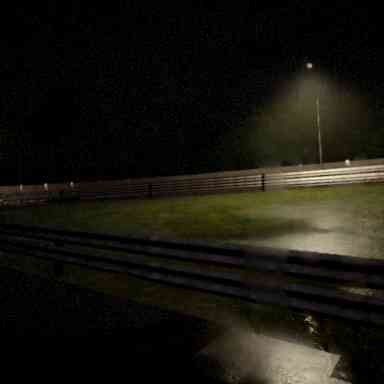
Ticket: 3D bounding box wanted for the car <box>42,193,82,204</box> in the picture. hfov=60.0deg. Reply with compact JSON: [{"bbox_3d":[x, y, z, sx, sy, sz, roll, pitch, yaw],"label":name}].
[{"bbox_3d":[-16.091,0.837,41.067,4.718,1.301,1.895,-3,-2,19],"label":"car"}]
